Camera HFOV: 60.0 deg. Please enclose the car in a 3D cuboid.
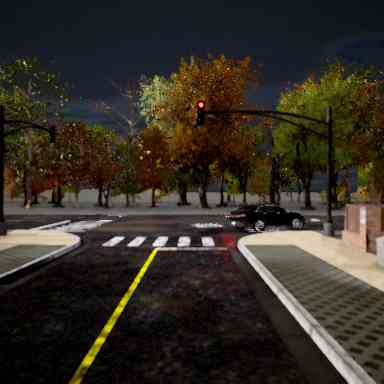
[{"bbox_3d":[4.460,1.473,19.591,4.892,1.490,1.837,0,-4,-28],"label":"car"}]
